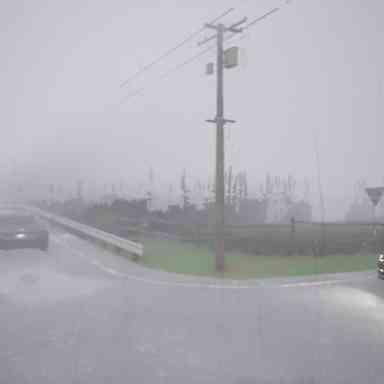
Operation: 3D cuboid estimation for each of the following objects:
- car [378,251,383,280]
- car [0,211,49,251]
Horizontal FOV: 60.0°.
[{"bbox_3d":[6.768,1.586,8.629,4.892,1.490,1.837,1,-1,-33],"label":"car"},{"bbox_3d":[-6.928,1.419,13.006,1.994,1.385,4.181,0,1,-33],"label":"car"}]
